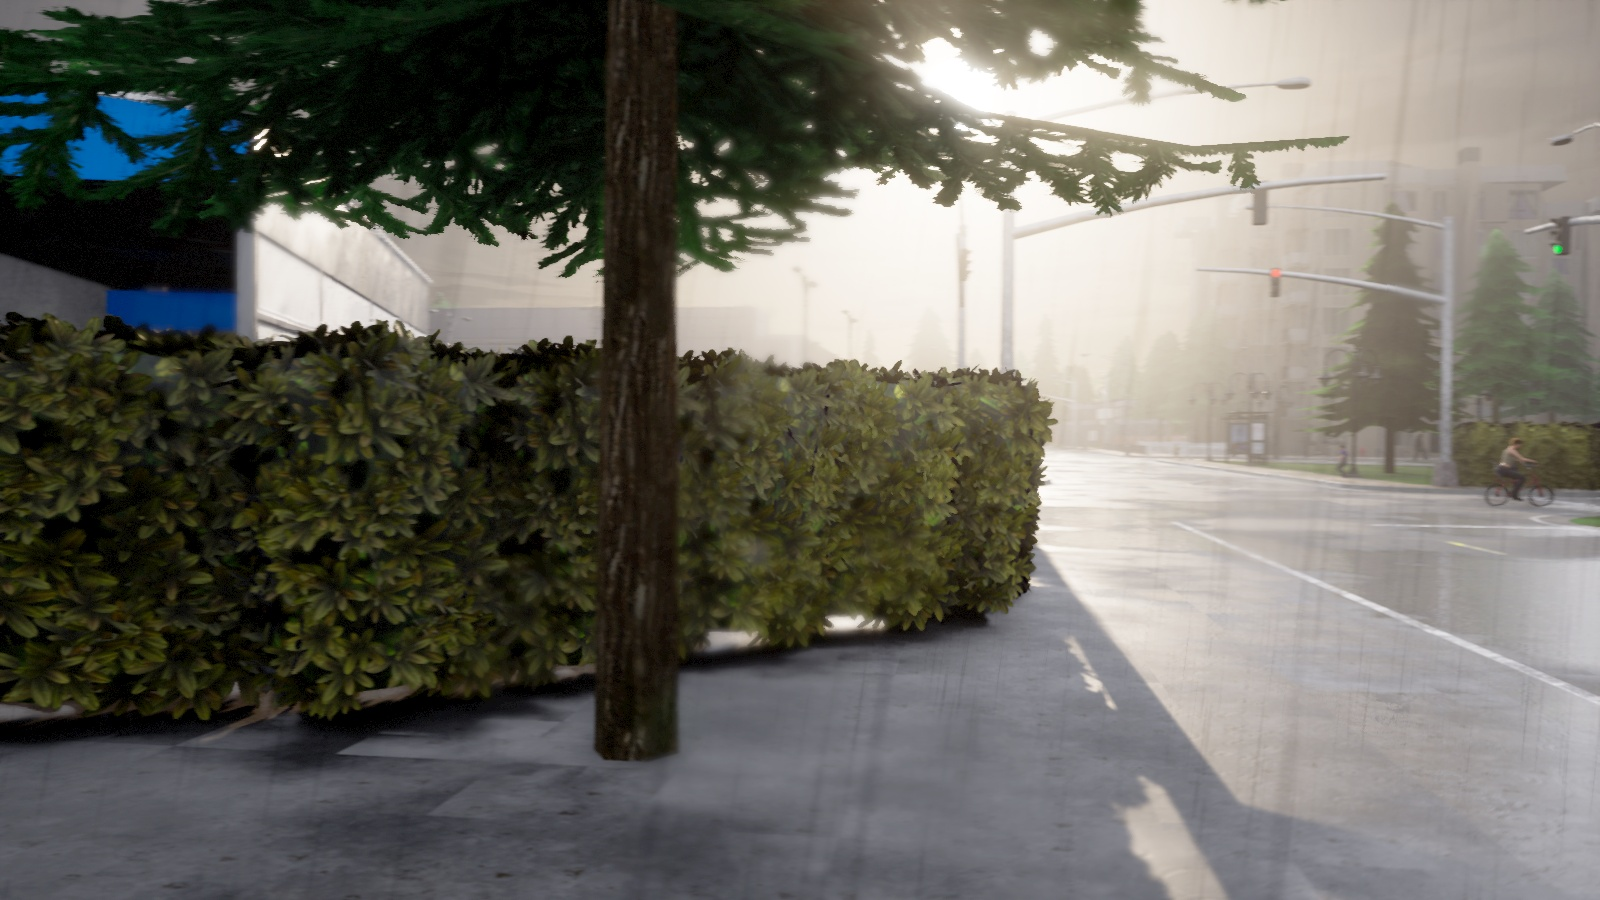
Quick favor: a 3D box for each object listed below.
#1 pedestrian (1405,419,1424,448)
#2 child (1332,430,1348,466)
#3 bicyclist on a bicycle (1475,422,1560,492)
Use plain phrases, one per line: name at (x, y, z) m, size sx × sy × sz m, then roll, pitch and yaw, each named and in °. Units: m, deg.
pedestrian at (38.825, -1.049, 79.380) m, size 0.899 × 1.844 × 0.634 m, roll -1°, pitch 1°, yaw 6°
child at (19.267, -0.077, 44.815) m, size 0.270 × 1.263 × 0.437 m, roll -1°, pitch 1°, yaw -41°
bicyclist on a bicycle at (16.676, 0.158, 29.217) m, size 1.509 × 1.612 × 0.866 m, roll -1°, pitch 1°, yaw 8°
